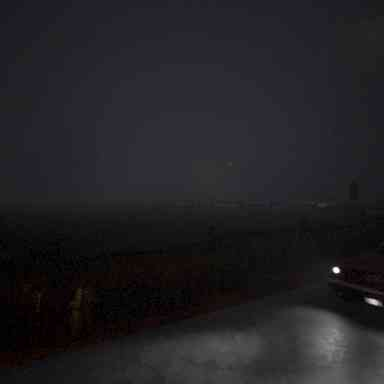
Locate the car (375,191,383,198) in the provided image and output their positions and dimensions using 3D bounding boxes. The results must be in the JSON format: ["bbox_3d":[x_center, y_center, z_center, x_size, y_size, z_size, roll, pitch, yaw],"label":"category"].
[{"bbox_3d":[44.881,0.678,77.399,1.905,1.878,3.866,-1,0,-36],"label":"car"}]

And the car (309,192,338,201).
[{"bbox_3d":[25.347,1.041,63.107,2.242,1.667,4.611,-1,0,-36],"label":"car"}]

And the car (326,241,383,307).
[{"bbox_3d":[4.908,1.554,6.968,4.718,1.301,1.895,0,0,-35],"label":"car"}]

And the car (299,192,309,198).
[{"bbox_3d":[28.831,0.760,82.079,1.932,1.855,4.605,-1,0,-36],"label":"car"}]
